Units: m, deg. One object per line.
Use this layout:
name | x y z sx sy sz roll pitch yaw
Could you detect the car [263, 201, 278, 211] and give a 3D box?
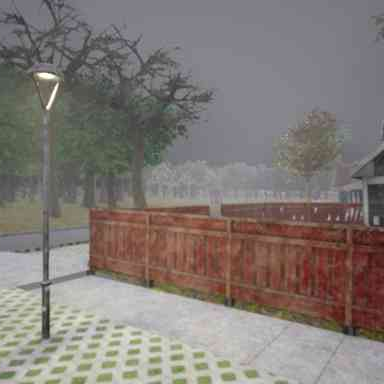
car | 11.821 2.053 49.200 1.882 1.535 5.008 -2 -2 35
